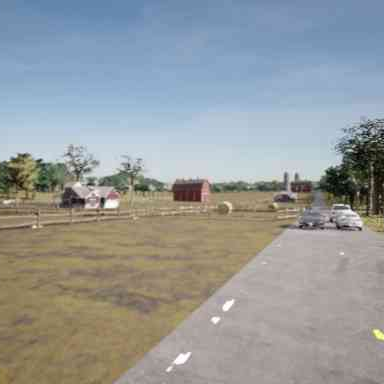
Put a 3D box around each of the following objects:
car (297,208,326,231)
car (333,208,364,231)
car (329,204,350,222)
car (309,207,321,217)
[{"bbox_3d":[9.815,2.256,27.297,1.837,1.490,4.892,2,-1,21],"label":"car"},{"bbox_3d":[13.358,2.427,28.396,1.812,1.442,4.674,2,-1,21],"label":"car"},{"bbox_3d":[17.139,2.480,38.503,2.150,2.045,5.566,2,-1,21],"label":"car"},{"bbox_3d":[20.756,3.362,55.995,1.812,1.442,4.674,2,-2,21],"label":"car"}]
